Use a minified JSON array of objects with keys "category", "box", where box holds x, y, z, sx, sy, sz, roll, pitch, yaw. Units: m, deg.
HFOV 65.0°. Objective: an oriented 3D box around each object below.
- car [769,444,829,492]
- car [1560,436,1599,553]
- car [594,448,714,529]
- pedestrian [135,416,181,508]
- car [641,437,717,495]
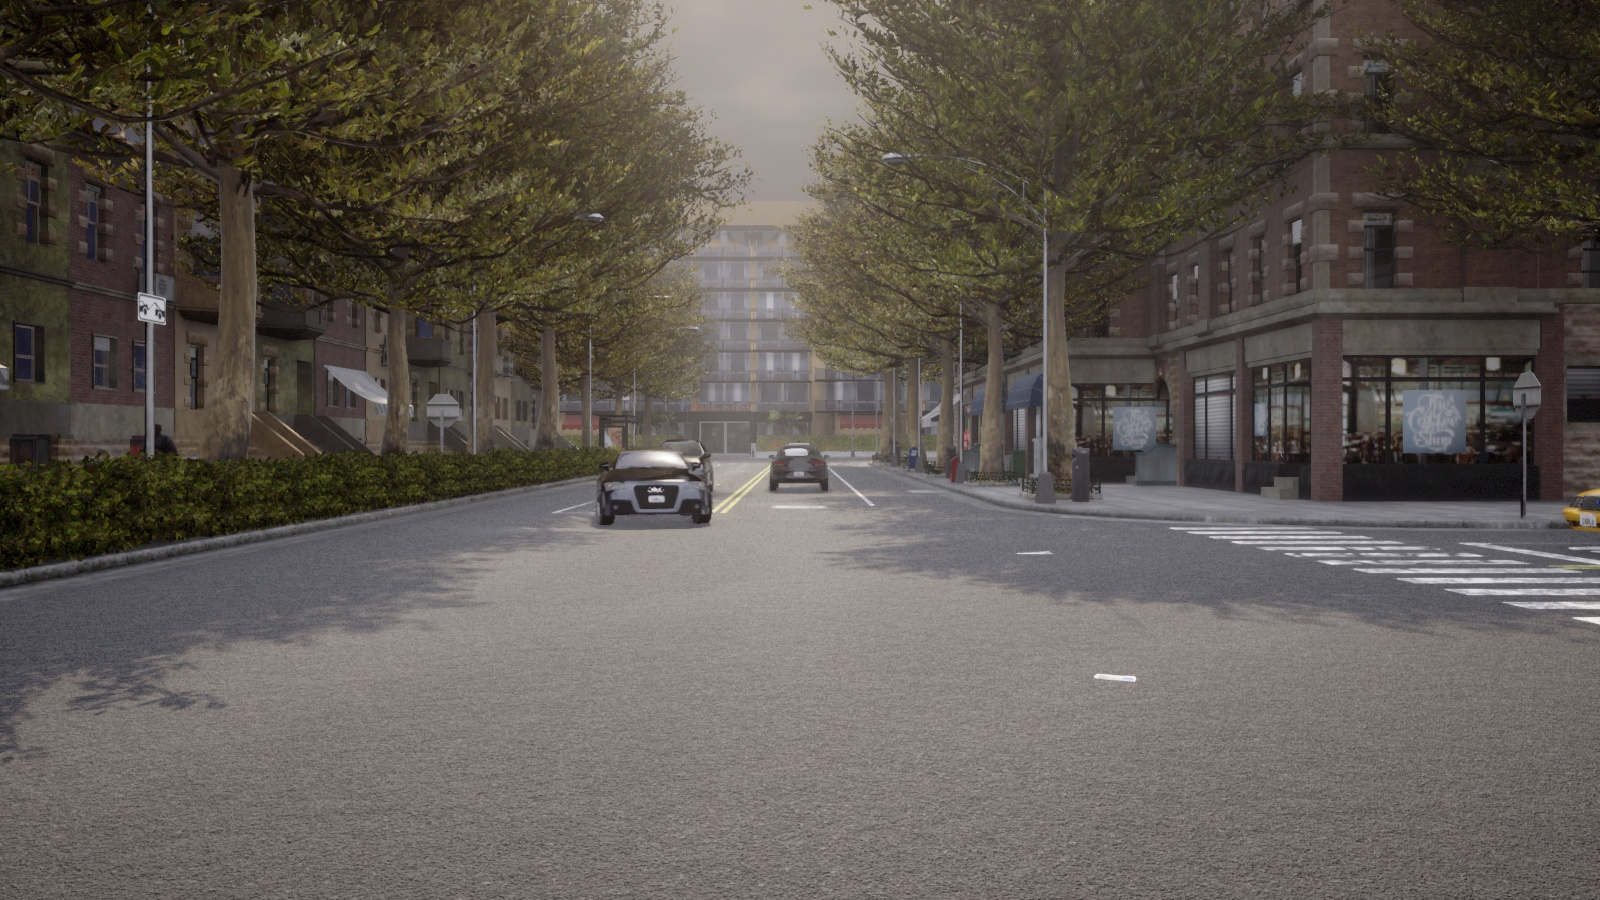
[{"category":"car","box":[-0.031,0.543,40.607,1.812,1.442,4.674,0,0,0]},{"category":"car","box":[13.403,0.601,16.829,5.366,1.575,1.801,0,0,-1]},{"category":"car","box":[-2.890,0.671,24.128,1.994,1.385,4.181,0,0,-11]},{"category":"pedestrian","box":[-13.316,0.245,26.065,0.563,1.883,0.849,0,0,-4]},{"category":"car","box":[-3.527,0.432,37.205,1.851,1.617,3.988,0,0,0]}]
